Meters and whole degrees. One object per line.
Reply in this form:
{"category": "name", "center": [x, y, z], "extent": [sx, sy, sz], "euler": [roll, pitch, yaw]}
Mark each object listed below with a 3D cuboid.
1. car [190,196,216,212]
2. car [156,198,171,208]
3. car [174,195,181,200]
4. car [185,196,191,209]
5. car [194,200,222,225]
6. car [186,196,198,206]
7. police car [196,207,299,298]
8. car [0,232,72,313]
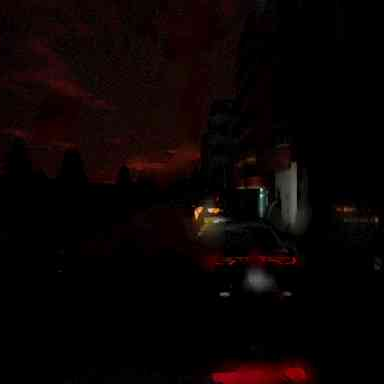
{"category": "car", "center": [1.147, 1.300, 24.532], "extent": [2.097, 1.767, 4.553], "euler": [-3, 0, 0]}
{"category": "car", "center": [-4.097, 1.564, 49.114], "extent": [1.994, 1.385, 4.181], "euler": [0, 0, 0]}
{"category": "car", "center": [-4.000, 1.547, 93.429], "extent": [2.033, 1.411, 5.357], "euler": [0, 0, 0]}
{"category": "car", "center": [0.025, 1.491, 44.505], "extent": [2.128, 1.511, 4.902], "euler": [0, 0, 1]}
{"category": "car", "center": [1.200, 1.456, 18.751], "extent": [1.801, 1.575, 5.366], "euler": [0, 0, 0]}
{"category": "car", "center": [0.000, 1.505, 56.686], "extent": [1.837, 1.490, 4.892], "euler": [0, 0, 0]}
{"category": "police car", "center": [1.188, 1.420, 8.673], "extent": [1.930, 1.638, 5.238], "euler": [0, 0, 0]}
{"category": "car", "center": [-4.099, 1.547, 6.584], "extent": [2.033, 1.411, 5.357], "euler": [0, 0, 0]}
